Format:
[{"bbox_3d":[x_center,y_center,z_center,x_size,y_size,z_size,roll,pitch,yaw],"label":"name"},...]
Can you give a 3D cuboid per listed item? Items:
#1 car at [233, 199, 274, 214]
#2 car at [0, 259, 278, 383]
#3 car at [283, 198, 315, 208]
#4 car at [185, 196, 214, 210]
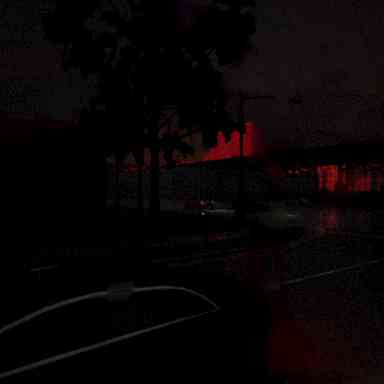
[{"bbox_3d":[6.426,1.478,35.385,1.882,1.535,5.008,0,0,-34],"label":"car"},{"bbox_3d":[-1.336,1.491,3.038,4.902,1.511,2.128,0,0,-35],"label":"car"},{"bbox_3d":[15.288,1.526,47.629,1.812,1.442,4.674,0,0,-34],"label":"car"},{"bbox_3d":[0.958,1.352,43.580,2.097,1.767,4.553,0,0,-33],"label":"car"}]
